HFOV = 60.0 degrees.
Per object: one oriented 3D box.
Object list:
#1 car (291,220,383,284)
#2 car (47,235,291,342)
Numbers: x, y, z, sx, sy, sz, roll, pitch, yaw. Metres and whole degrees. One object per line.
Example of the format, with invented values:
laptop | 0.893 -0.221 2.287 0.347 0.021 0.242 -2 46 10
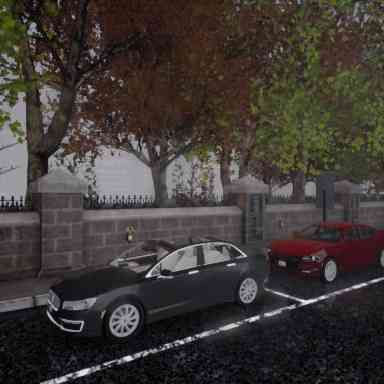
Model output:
car | 4.089 1.546 9.634 4.507 1.381 1.887 0 0 -36
car | -0.391 1.551 6.374 4.403 1.369 2.008 0 0 -36
